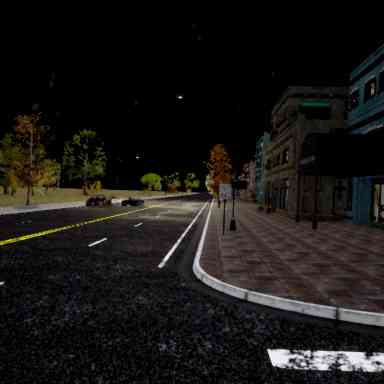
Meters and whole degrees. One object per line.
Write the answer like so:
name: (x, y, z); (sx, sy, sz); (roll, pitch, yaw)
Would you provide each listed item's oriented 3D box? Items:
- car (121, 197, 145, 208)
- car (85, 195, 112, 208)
car: (-7.032, 1.224, 39.873); (1.895, 1.301, 4.718); (2, 0, 4)
car: (-10.454, 1.053, 37.549); (1.994, 1.385, 4.181); (2, 0, 4)
